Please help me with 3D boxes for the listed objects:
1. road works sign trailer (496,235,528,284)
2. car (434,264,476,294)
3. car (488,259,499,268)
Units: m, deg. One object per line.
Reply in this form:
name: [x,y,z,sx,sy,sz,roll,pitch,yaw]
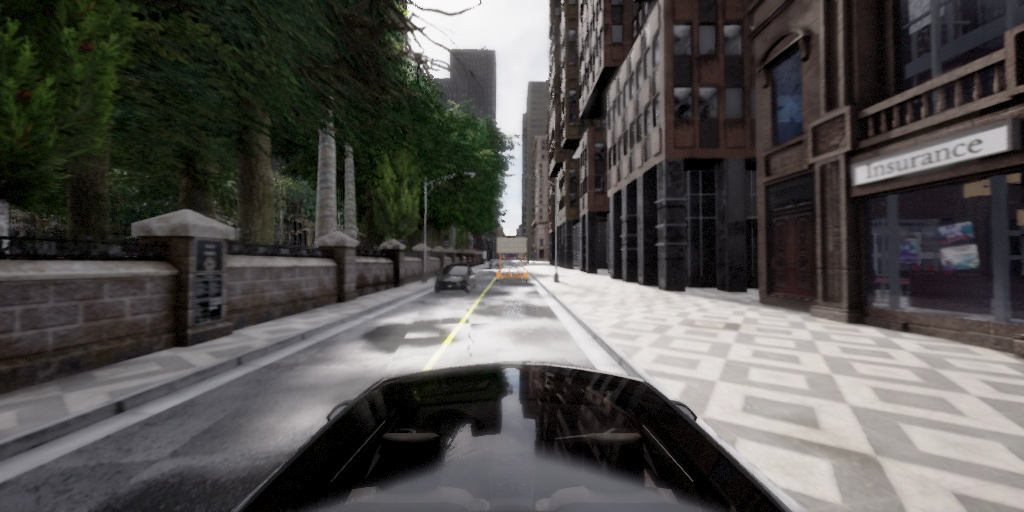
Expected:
road works sign trailer: [-0.005,0.216,27.171,2.380,3.560,2.880,0,0,0]
car: [-3.102,1.253,20.287,1.837,1.490,4.892,0,0,0]
car: [-3.047,1.299,62.158,2.128,1.511,4.902,0,0,1]
